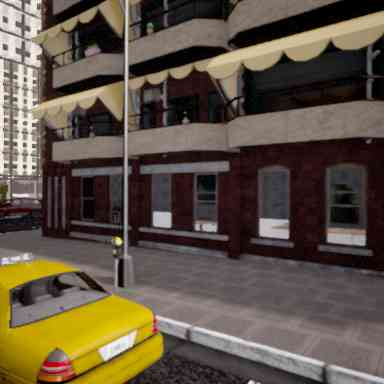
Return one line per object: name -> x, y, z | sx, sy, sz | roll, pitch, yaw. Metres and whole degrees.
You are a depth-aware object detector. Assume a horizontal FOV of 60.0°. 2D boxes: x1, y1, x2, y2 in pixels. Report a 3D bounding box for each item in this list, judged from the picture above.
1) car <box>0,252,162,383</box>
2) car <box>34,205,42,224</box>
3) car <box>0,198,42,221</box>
car -> -2.634, 1.548, 4.728 | 4.829, 1.417, 1.752 | 0, 1, 35
car -> -8.761, 1.792, 24.408 | 1.887, 1.381, 4.507 | 0, 0, 36
car -> -15.565, 1.487, 29.299 | 2.192, 1.841, 5.009 | 0, 0, 36
